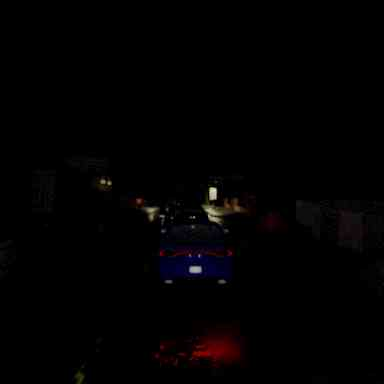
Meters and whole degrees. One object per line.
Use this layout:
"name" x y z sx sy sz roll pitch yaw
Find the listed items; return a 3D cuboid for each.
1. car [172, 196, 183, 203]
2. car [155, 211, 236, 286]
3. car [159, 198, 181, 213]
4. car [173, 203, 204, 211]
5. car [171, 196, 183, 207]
"car" -2.878 1.805 52.810 2.097 1.767 4.553 0 -1 0
"car" 0.083 1.528 9.598 1.882 1.535 5.008 0 0 0
"car" -2.869 1.796 40.878 2.128 1.511 4.902 0 0 0
"car" -0.048 1.627 20.300 1.837 1.490 4.892 0 0 -3
"car" -3.149 1.915 68.344 2.150 2.045 5.566 0 -1 -5
